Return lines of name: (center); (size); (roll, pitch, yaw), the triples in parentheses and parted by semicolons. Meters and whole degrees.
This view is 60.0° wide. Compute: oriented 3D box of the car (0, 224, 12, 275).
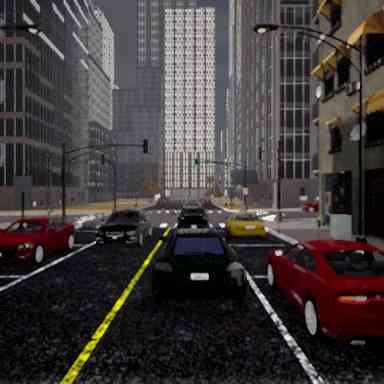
car: (-5.691, 1.476, 6.507); (1.967, 1.590, 4.097); (-1, 0, 0)

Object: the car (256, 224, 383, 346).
car: (2.691, 1.581, 6.481); (1.887, 1.381, 4.507); (-1, 0, 0)

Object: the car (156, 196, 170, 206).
car: (-5.613, 1.885, 61.066); (1.887, 1.381, 4.507); (-1, 0, 0)

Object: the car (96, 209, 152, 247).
car: (-3.016, 1.592, 15.545); (1.837, 1.490, 4.892); (0, -1, 1)

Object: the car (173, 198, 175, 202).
car: (-5.599, 1.718, 72.186); (2.192, 1.841, 5.009); (-1, 0, 0)

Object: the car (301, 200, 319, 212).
car: (14.303, 1.462, 36.637); (4.507, 1.381, 1.887); (-1, 1, 0)

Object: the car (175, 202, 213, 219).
car: (0.052, 1.619, 20.531); (1.837, 1.490, 4.892); (0, 0, -1)

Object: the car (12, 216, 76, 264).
car: (-5.682, 1.611, 12.030); (1.887, 1.381, 4.507); (-1, 0, 0)

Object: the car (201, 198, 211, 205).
car: (2.775, 1.898, 66.782); (1.752, 1.417, 4.829); (-1, 0, 0)

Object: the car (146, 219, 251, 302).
car: (0.120, 1.610, 8.412); (1.994, 1.385, 4.181); (0, 0, -1)

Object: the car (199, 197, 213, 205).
car: (2.766, 1.780, 61.053); (1.967, 1.590, 4.097); (-1, 0, 0)

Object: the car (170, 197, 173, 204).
car: (-5.607, 1.687, 66.627); (2.192, 1.841, 5.009); (-1, 0, 0)

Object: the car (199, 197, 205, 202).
car: (2.815, 2.112, 94.410); (1.802, 1.307, 4.206); (-1, 0, 0)

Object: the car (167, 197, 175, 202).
car: (-5.573, 2.043, 88.863); (1.887, 1.381, 4.507); (-1, 0, 0)

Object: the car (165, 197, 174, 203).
car: (-5.582, 1.991, 83.134); (1.752, 1.417, 4.829); (-1, 0, 0)

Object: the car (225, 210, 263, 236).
car: (2.706, 1.623, 17.698); (1.752, 1.417, 4.829); (-1, 0, 0)
